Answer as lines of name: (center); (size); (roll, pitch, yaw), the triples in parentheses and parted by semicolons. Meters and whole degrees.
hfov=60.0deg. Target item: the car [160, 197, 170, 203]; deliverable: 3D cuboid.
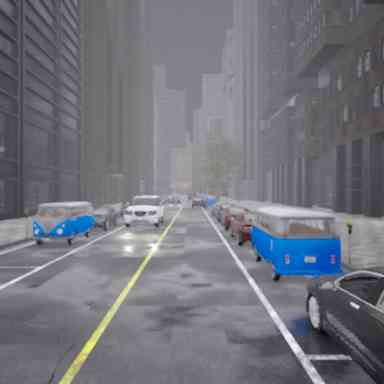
car: (-5.763, 1.668, 71.424); (1.947, 1.339, 4.313); (0, 0, 0)

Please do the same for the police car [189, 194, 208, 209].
police car: (0.900, 1.485, 47.504); (1.930, 1.638, 5.238); (0, 0, 0)

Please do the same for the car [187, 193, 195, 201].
car: (0.000, 1.253, 82.724); (2.150, 2.045, 5.566); (0, 0, 0)

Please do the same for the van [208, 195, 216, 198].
van: (2.762, 1.403, 48.958); (1.690, 1.788, 3.998); (0, 0, 0)

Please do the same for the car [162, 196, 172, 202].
car: (-5.763, 1.679, 77.042); (1.947, 1.339, 4.313); (0, 0, 0)

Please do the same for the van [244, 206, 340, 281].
van: (2.762, 1.352, 9.630); (1.690, 1.788, 3.998); (0, 0, 0)

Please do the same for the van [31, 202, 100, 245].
van: (-5.763, 1.357, 15.237); (1.690, 1.788, 3.998); (0, 0, 0)

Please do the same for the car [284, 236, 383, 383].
car: (2.762, 1.555, 4.011); (2.008, 1.369, 4.403); (0, 0, 0)

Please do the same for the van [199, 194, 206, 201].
van: (2.761, 1.477, 88.287); (1.690, 1.788, 3.998); (0, 0, 0)

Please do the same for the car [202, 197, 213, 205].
car: (2.762, 1.626, 60.195); (1.887, 1.381, 4.507); (0, 0, 0)

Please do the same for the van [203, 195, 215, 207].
van: (2.762, 1.413, 54.577); (1.690, 1.788, 3.998); (0, 0, 0)

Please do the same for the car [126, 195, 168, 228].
car: (-3.098, 1.245, 22.588); (2.150, 2.045, 5.566); (0, 0, 0)

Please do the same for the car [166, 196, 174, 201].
car: (-5.764, 1.661, 88.110); (1.752, 1.417, 4.829); (0, 0, 0)

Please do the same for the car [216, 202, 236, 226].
car: (2.762, 1.568, 20.866); (1.887, 1.381, 4.507); (0, 0, 0)

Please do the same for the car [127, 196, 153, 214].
car: (-5.763, 1.359, 37.711); (2.192, 1.841, 5.009); (0, 0, 0)

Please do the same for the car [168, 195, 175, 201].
car: (-5.764, 1.588, 93.899); (1.967, 1.590, 4.097); (0, 0, 0)

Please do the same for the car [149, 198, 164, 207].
car: (-5.763, 1.637, 54.568); (1.947, 1.339, 4.313); (0, 0, 0)

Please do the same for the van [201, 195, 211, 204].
van: (2.761, 1.433, 65.813); (1.690, 1.788, 3.998); (0, 0, 0)

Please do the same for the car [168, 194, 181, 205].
car: (-3.032, 1.588, 62.819); (1.837, 1.490, 4.892); (0, 0, 1)

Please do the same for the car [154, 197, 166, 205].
car: (-5.763, 1.606, 60.016); (1.752, 1.417, 4.829); (0, 0, 0)

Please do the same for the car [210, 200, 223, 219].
car: (2.763, 1.580, 26.479); (2.008, 1.369, 4.403); (0, 0, 0)

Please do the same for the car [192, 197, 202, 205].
car: (0.900, 1.613, 63.394); (1.812, 1.442, 4.674); (0, 0, 0)

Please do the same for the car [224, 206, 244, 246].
car: (2.762, 1.561, 15.248); (1.887, 1.381, 4.507); (0, 0, 0)

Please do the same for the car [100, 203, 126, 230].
car: (-5.763, 1.573, 20.855); (2.008, 1.369, 4.403); (0, 0, 0)

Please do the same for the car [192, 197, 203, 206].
car: (0.900, 1.582, 57.394); (1.837, 1.490, 4.892); (0, 0, 0)

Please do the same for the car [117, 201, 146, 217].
car: (-5.763, 1.587, 32.093); (2.008, 1.369, 4.403); (0, 0, 0)

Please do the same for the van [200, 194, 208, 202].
van: (2.761, 1.454, 77.050); (1.690, 1.788, 3.998); (0, 0, 0)

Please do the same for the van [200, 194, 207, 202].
van: (2.761, 1.466, 82.669); (1.690, 1.788, 3.998); (0, 0, 0)

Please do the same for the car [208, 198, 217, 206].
car: (2.762, 1.562, 32.273); (1.752, 1.417, 4.829); (0, 0, 0)
